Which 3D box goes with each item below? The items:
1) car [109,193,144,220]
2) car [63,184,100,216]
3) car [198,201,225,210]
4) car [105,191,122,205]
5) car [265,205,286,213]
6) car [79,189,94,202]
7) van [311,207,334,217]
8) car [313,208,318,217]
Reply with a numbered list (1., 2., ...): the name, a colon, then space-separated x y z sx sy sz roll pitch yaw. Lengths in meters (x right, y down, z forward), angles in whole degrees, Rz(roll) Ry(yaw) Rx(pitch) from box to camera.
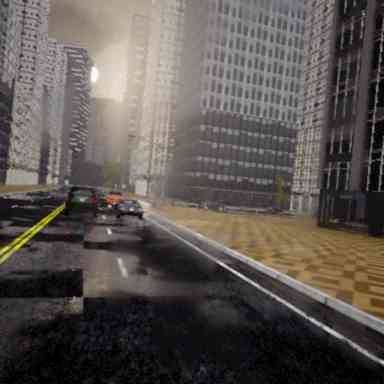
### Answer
1. car: -4.763 1.171 24.755 2.033 1.411 5.357 5 0 -17
2. car: -8.005 0.564 24.429 2.150 2.045 5.566 5 0 -17
3. car: 3.127 2.172 53.175 4.403 1.369 2.008 6 0 -18
4. car: -8.972 0.633 38.635 2.097 1.767 4.553 5 0 -16
5. car: 16.666 3.274 66.393 4.097 1.590 1.967 6 0 -18
6. car: -14.180 0.432 44.815 1.812 1.442 4.674 5 -1 -17
7. van: 27.383 4.213 69.795 3.998 1.788 1.690 6 0 -18
8. car: 24.505 4.258 60.101 4.313 1.339 1.947 6 0 -18
